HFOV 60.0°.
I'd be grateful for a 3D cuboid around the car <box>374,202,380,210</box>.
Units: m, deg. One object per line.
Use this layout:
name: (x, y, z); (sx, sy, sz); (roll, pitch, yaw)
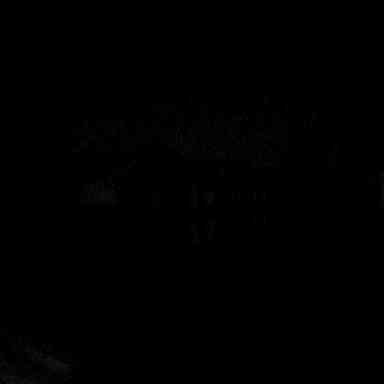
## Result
car: (24.833, 1.749, 40.246); (4.902, 1.511, 2.128); (-1, -1, 38)
